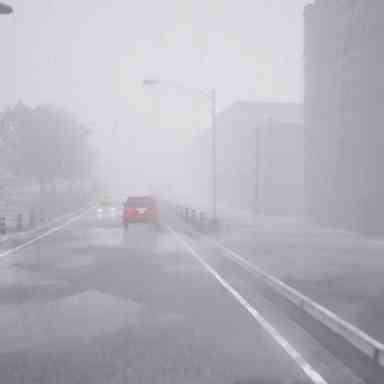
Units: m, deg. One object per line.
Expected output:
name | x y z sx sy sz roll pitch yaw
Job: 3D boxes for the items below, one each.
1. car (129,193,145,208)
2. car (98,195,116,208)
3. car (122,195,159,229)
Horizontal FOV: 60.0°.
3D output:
car | -7.065 1.058 42.435 1.882 1.535 5.008 -1 3 -10
car | -10.851 1.098 42.643 1.882 1.535 5.008 -1 3 -10
car | -3.405 1.244 22.083 2.150 2.045 5.566 -1 0 -10
